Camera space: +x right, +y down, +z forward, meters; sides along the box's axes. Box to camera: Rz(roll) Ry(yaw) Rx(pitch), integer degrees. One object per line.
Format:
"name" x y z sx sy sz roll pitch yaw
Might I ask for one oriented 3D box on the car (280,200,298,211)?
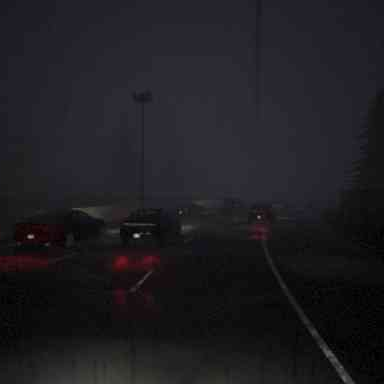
"car" 11.893 1.719 43.393 1.895 1.301 4.718 0 0 32

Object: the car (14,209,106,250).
"car" -5.480 1.484 14.565 1.882 1.535 5.008 0 0 9

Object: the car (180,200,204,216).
"car" -0.291 1.658 33.531 1.895 1.301 4.718 0 0 21

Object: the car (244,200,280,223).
"car" 5.574 1.571 26.167 1.837 1.490 4.892 0 0 18

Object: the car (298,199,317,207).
"car" 18.486 1.759 53.318 1.895 1.301 4.718 0 0 39

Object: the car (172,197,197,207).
"car" -1.152 1.618 55.390 1.812 1.442 4.674 0 0 32

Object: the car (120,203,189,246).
"car" -1.770 1.512 15.508 2.128 1.511 4.902 0 0 10

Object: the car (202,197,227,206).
"car" 3.866 1.590 56.643 1.882 1.535 5.008 0 0 34

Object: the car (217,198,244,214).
"car" 4.787 1.433 36.485 2.097 1.767 4.553 0 0 23

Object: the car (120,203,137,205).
"car" -8.780 1.532 49.073 1.882 1.535 5.008 0 0 28
